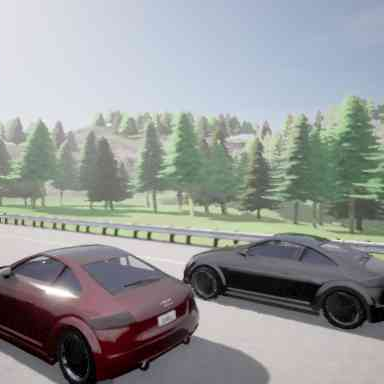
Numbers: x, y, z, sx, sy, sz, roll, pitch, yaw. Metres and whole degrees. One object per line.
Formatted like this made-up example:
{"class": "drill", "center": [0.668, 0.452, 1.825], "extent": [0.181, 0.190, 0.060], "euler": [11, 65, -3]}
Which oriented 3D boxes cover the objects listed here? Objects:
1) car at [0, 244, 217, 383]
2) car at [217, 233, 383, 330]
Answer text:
{"class": "car", "center": [-1.949, 1.564, 5.382], "extent": [4.181, 1.385, 1.994], "euler": [0, 0, 36]}
{"class": "car", "center": [1.858, 1.564, 6.966], "extent": [4.181, 1.385, 1.994], "euler": [0, 0, 35]}
